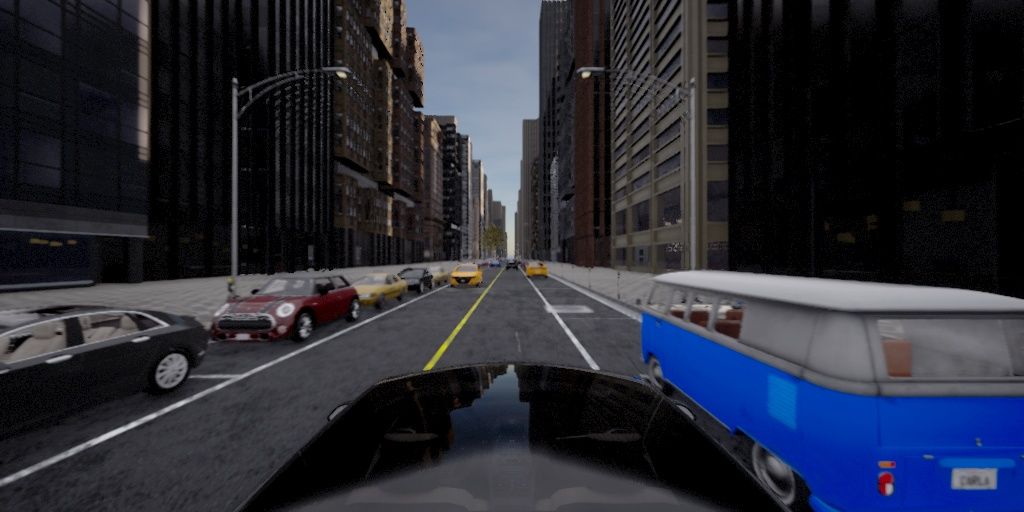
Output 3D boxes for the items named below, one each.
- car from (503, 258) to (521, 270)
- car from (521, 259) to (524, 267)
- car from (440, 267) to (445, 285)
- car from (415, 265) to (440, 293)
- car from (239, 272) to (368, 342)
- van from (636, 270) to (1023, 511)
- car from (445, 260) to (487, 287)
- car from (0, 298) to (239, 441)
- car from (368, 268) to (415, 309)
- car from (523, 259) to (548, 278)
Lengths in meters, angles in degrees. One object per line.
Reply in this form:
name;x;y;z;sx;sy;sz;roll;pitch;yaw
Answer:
car;0.008;1.409;54.629;1.837;1.490;4.892;0;0;0
car;2.771;1.345;55.086;1.967;1.591;4.097;0;0;0
car;-5.759;1.344;26.526;1.751;1.417;4.829;0;0;0
car;-5.760;1.369;21.020;1.948;1.339;4.313;0;0;0
car;-5.762;1.212;9.665;1.967;1.591;4.097;0;0;0
van;2.762;1.097;3.989;1.690;1.789;3.998;0;0;0
car;-3.094;1.291;25.101;1.882;1.535;5.008;0;0;0
car;-5.763;1.307;3.988;2.007;1.370;4.403;0;0;0
car;-5.761;1.313;15.172;1.751;1.417;4.829;0;0;0
car;2.365;1.319;34.908;1.882;1.535;5.008;0;0;0
